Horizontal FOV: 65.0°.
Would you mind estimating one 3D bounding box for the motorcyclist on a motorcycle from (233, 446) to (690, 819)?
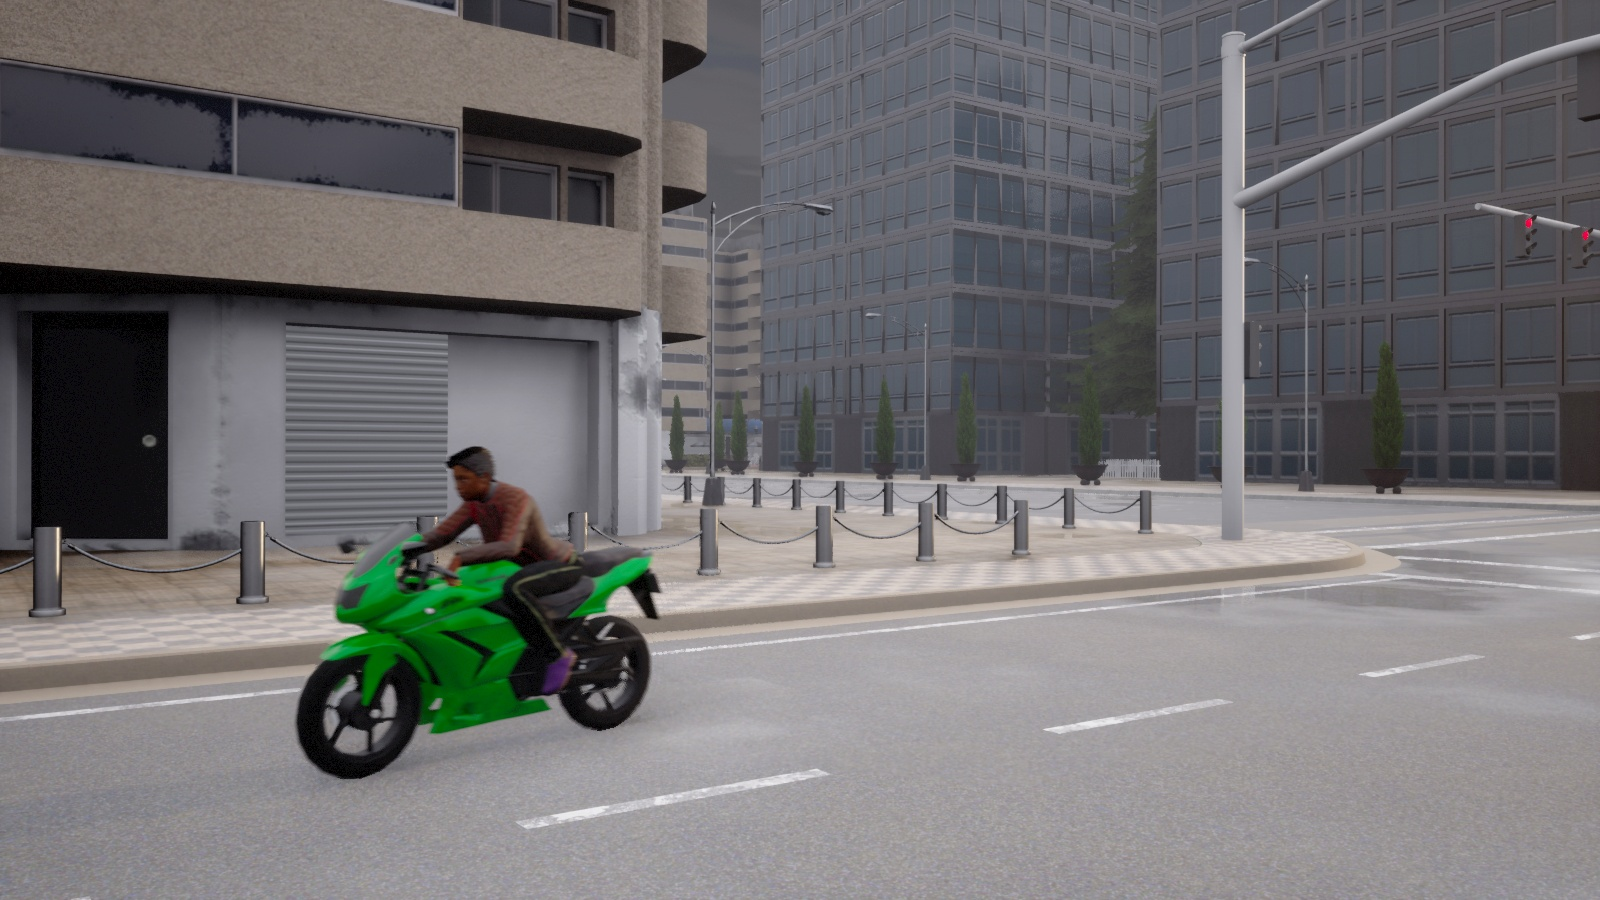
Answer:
[{"bbox_3d":[-1.570,0.745,6.147,0.797,1.523,2.044,0,0,43],"label":"motorcyclist on a motorcycle"}]
